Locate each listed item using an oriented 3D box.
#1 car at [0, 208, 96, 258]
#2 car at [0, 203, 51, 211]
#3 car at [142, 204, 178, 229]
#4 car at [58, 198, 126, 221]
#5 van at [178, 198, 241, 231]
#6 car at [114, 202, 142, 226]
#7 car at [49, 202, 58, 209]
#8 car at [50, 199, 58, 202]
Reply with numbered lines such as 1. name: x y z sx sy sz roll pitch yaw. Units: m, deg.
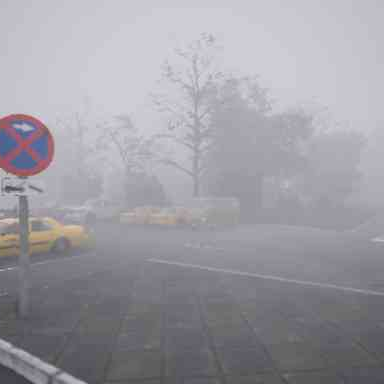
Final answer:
1. car: -6.229 1.572 11.518 1.946 1.575 5.366 -1 -1 35
2. car: -8.494 1.495 13.372 2.185 1.767 4.553 -1 -1 35
3. car: -0.721 1.611 23.093 1.946 1.575 5.366 -1 -1 35
4. car: -7.703 1.534 27.736 2.435 2.045 5.566 -2 -1 35
5. van: 1.388 1.345 21.242 1.878 1.987 4.442 -1 -1 35
6. car: -2.898 1.659 24.623 1.946 1.575 5.366 -1 -1 35
7. car: -9.977 1.861 29.345 2.231 1.521 4.892 -2 -1 35
8. car: -12.186 1.685 30.854 2.435 2.045 5.566 -2 -1 35
